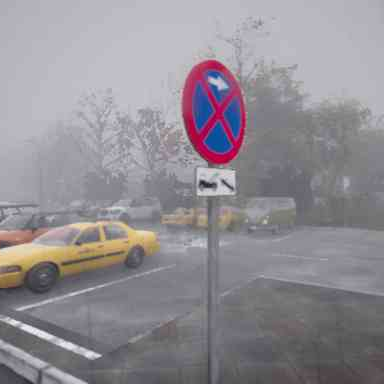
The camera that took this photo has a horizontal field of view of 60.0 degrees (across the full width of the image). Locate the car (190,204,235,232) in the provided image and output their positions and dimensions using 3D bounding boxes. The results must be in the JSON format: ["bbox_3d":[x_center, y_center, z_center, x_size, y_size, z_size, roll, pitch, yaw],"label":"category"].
[{"bbox_3d":[2.365,1.555,20.905,1.946,1.575,5.366,-1,0,35],"label":"car"}]

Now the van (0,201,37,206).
[{"bbox_3d":[-7.851,1.386,13.007,1.878,1.987,4.442,-1,-1,35],"label":"van"}]

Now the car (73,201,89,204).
[{"bbox_3d":[-6.887,1.762,27.164,2.231,1.521,4.892,-2,-1,35],"label":"car"}]

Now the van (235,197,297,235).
[{"bbox_3d":[4.474,1.300,19.051,1.878,1.987,4.442,-1,0,35],"label":"van"}]

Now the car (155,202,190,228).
[{"bbox_3d":[0.189,1.592,22.436,1.946,1.575,5.366,-1,-1,35],"label":"car"}]

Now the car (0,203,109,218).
[{"bbox_3d":[-5.415,1.438,11.190,2.185,1.767,4.553,-1,0,35],"label":"car"}]

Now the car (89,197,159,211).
[{"bbox_3d":[-4.613,1.445,25.553,2.435,2.045,5.566,-2,-1,35],"label":"car"}]

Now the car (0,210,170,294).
[{"bbox_3d":[-3.151,1.527,9.333,1.946,1.575,5.366,-1,0,35],"label":"car"}]

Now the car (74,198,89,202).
[{"bbox_3d":[-9.094,1.575,28.675,2.435,2.045,5.566,-2,-1,35],"label":"car"}]
